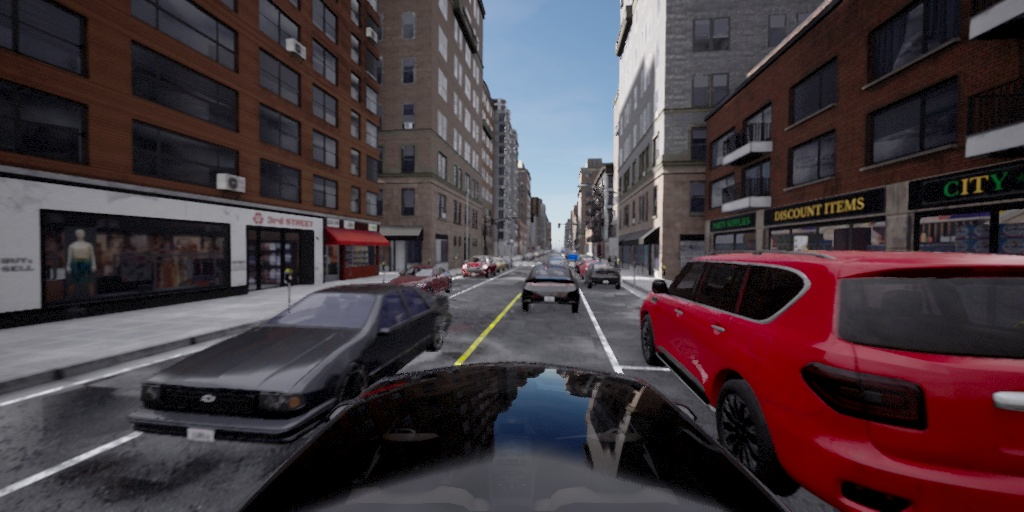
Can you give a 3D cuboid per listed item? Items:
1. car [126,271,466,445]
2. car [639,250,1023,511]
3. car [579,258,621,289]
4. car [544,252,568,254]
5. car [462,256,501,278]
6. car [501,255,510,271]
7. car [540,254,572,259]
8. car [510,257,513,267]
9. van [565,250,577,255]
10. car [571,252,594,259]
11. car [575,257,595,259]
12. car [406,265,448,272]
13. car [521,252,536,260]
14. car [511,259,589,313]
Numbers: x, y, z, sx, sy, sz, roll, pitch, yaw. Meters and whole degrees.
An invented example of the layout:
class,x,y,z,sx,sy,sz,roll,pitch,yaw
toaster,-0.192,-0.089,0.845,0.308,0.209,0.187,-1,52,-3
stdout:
class,x,y,z,sx,sy,sz,roll,pitch,yaw
car,-2.491,1.195,5.898,2.033,1.411,5.357,1,1,7
car,3.211,0.951,4.493,2.150,2.045,5.566,1,1,8
car,4.891,0.992,19.804,2.007,1.370,4.403,0,0,8
car,4.573,0.626,37.316,1.812,1.442,4.674,1,1,8
car,-2.336,0.694,26.324,1.967,1.591,4.097,0,0,8
car,-1.630,0.681,31.624,1.751,1.417,4.829,0,0,8
car,3.165,0.833,26.006,1.812,1.442,4.674,1,1,8
car,-0.880,0.606,37.262,2.007,1.370,4.403,0,0,8
van,10.649,-0.006,63.054,1.690,1.789,3.998,0,0,8
car,6.348,0.683,30.744,1.967,1.591,4.097,0,0,8
car,5.619,0.924,25.274,1.802,1.307,4.207,0,0,8
car,-3.792,1.036,15.385,1.802,1.307,4.207,0,0,8
car,2.693,0.116,64.103,2.007,1.370,4.403,0,0,8
car,1.440,1.033,13.064,2.128,1.511,4.902,1,1,8
